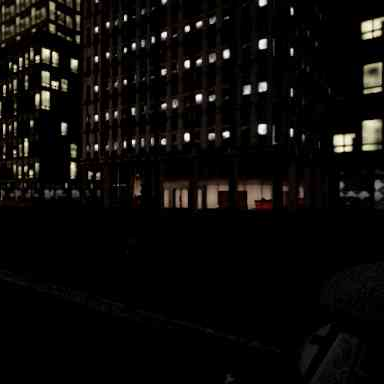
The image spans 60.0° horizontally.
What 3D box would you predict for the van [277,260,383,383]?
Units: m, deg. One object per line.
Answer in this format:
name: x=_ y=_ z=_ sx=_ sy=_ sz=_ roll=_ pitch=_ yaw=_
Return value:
van: x=2.257 y=1.344 z=1.258 sx=3.998 sy=1.788 sz=1.690 roll=0 pitch=0 yaw=36
